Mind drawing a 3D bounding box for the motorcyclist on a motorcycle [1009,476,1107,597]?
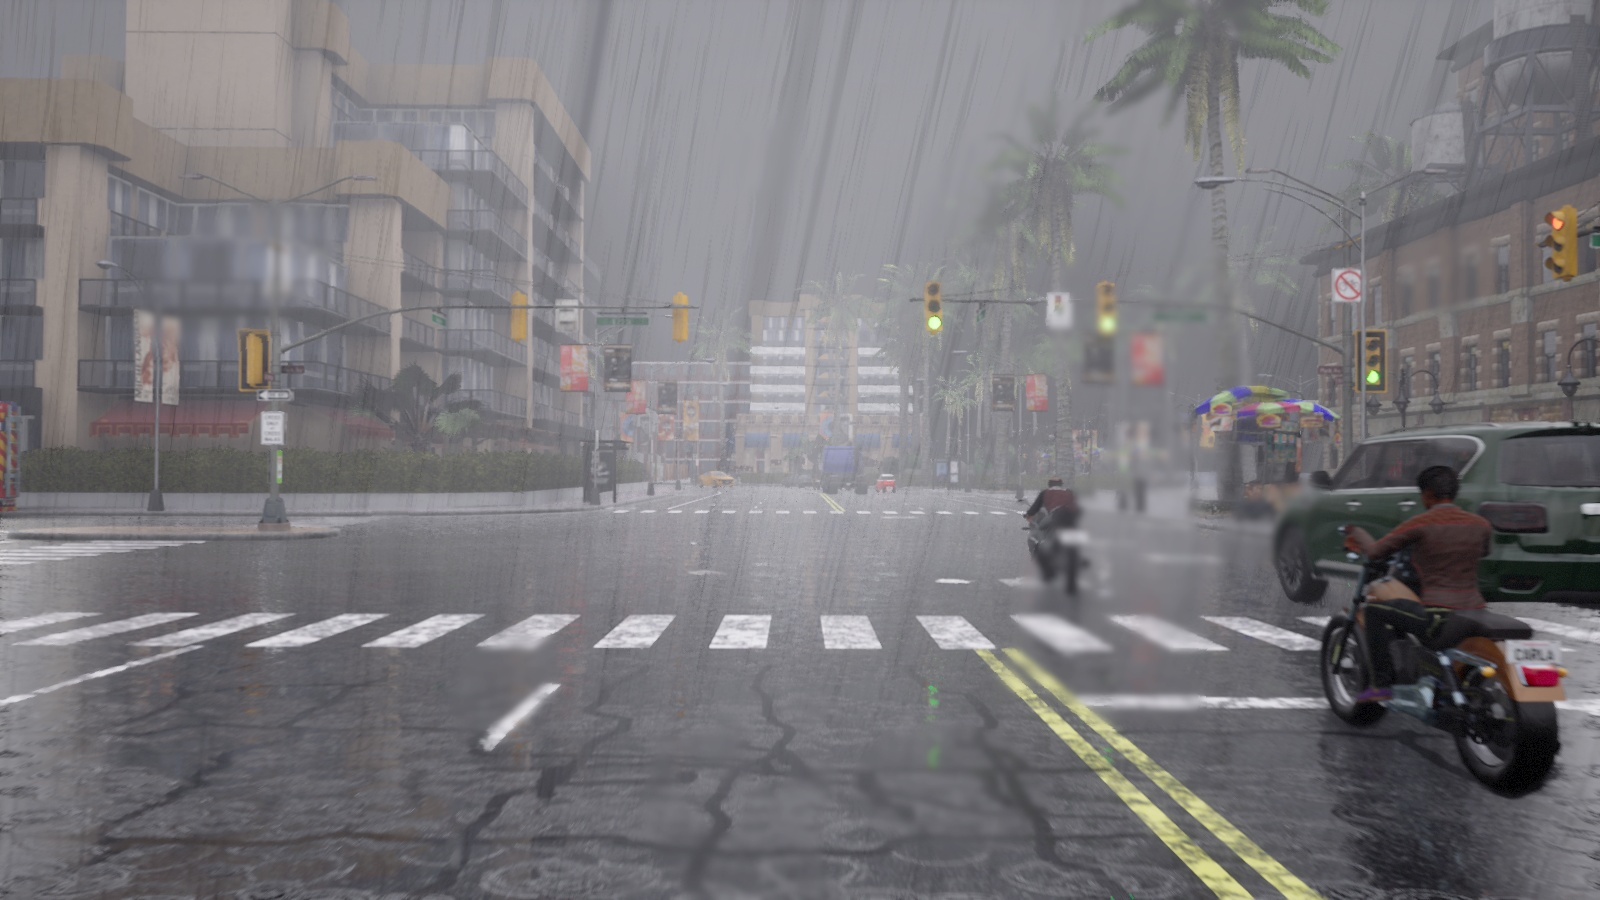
[{"bbox_3d":[3.457,1.121,17.048,0.866,1.530,2.191,0,-1,0],"label":"motorcyclist on a motorcycle"}]

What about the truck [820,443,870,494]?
[{"bbox_3d":[3.102,1.309,88.900,2.891,3.462,7.936,0,-1,-2],"label":"truck"}]

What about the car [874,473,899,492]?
[{"bbox_3d":[6.348,2.381,91.808,1.481,1.376,2.207,0,-1,-5],"label":"car"}]

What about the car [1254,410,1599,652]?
[{"bbox_3d":[6.965,0.731,13.448,2.150,2.045,5.566,0,-1,0],"label":"car"}]

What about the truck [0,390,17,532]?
[{"bbox_3d":[-25.721,0.305,32.993,8.468,3.827,2.891,0,-1,-1],"label":"truck"}]

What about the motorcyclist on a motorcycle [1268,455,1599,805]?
[{"bbox_3d":[3.481,0.870,7.116,0.766,1.649,2.350,0,-1,0],"label":"motorcyclist on a motorcycle"}]
